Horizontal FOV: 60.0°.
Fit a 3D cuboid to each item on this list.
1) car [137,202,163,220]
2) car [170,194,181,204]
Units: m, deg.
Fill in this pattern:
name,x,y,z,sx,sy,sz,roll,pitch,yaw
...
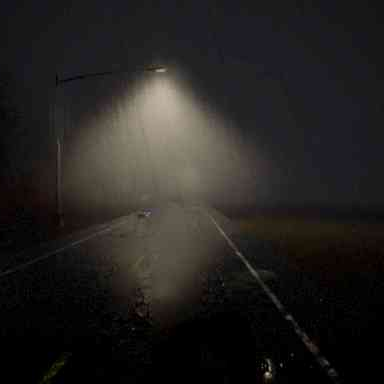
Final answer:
name,x,y,z,sx,sy,sz,roll,pitch,yaw
car,-3.593,1.646,29.243,1.812,1.442,4.674,0,0,0
car,-3.490,1.481,70.866,2.150,2.045,5.566,0,0,0
